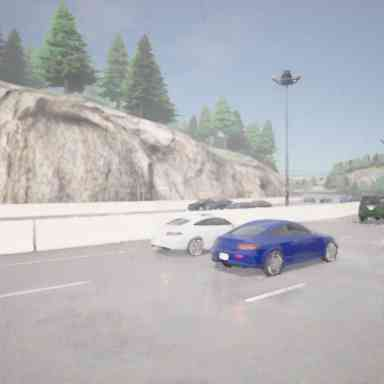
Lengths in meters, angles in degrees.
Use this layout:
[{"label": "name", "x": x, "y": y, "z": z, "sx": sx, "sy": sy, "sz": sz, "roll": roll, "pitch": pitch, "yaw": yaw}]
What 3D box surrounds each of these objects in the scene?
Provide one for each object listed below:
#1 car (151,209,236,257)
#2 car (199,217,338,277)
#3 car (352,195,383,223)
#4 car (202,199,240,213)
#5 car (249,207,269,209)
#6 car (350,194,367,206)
[{"label": "car", "x": 0.594, "y": 1.573, "z": 13.151, "sx": 4.674, "sy": 1.442, "sz": 1.812, "roll": 0, "pitch": 0, "yaw": -38}, {"label": "car", "x": 2.660, "y": 1.556, "z": 10.327, "sx": 4.674, "sy": 1.442, "sz": 1.812, "roll": 0, "pitch": 0, "yaw": -38}, {"label": "car", "x": 14.653, "y": 1.270, "z": 25.511, "sx": 5.566, "sy": 2.045, "sz": 2.150, "roll": 0, "pitch": 0, "yaw": -44}, {"label": "car", "x": 3.491, "y": 1.637, "z": 39.359, "sx": 1.837, "sy": 1.490, "sz": 4.892, "roll": 0, "pitch": 0, "yaw": 45}, {"label": "car", "x": 4.413, "y": 1.645, "z": 30.498, "sx": 5.357, "sy": 1.411, "sz": 2.033, "roll": 0, "pitch": 0, "yaw": -43}, {"label": "car", "x": 30.478, "y": 1.351, "z": 60.881, "sx": 2.150, "sy": 2.045, "sz": 5.566, "roll": 0, "pitch": 0, "yaw": 34}]
